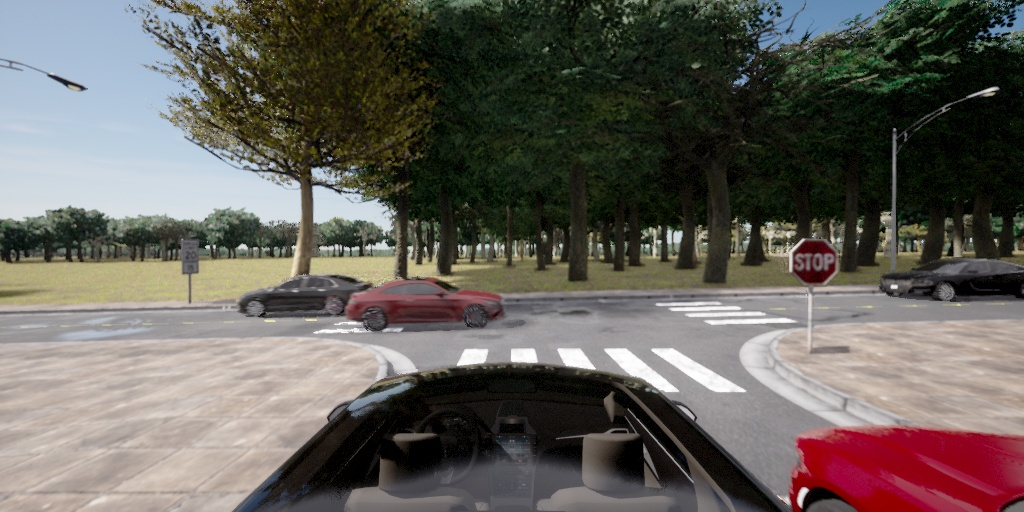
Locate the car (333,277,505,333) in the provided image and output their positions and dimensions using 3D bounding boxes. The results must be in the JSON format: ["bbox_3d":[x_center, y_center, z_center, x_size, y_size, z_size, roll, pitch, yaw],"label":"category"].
[{"bbox_3d":[-2.569,1.392,10.914,4.674,1.442,1.812,-1,0,0],"label":"car"}]

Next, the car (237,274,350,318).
[{"bbox_3d":[-7.817,1.477,13.853,4.892,1.490,1.837,-1,0,0],"label":"car"}]

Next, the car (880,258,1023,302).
[{"bbox_3d":[17.301,0.865,13.886,5.008,1.535,1.882,-1,0,0],"label":"car"}]

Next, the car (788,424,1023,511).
[{"bbox_3d":[2.638,1.285,0.472,1.888,1.381,4.507,0,0,0],"label":"car"}]
